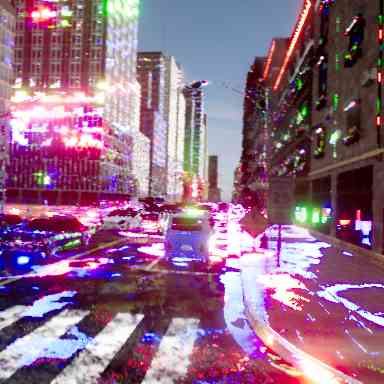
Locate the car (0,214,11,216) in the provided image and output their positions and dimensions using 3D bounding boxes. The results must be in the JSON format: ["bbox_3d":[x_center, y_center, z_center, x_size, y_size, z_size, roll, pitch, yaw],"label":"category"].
[{"bbox_3d":[-8.320,1.581,13.655,1.947,1.339,4.313,2,-1,6],"label":"car"}]

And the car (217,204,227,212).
[{"bbox_3d":[6.159,3.248,67.681,2.008,1.369,4.403,2,-1,6],"label":"car"}]

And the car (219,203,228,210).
[{"bbox_3d":[8.009,3.569,84.172,1.967,1.590,4.097,2,-1,6],"label":"car"}]

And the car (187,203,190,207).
[{"bbox_3d":[-2.160,2.859,68.623,1.967,1.590,4.097,2,-1,6],"label":"car"}]

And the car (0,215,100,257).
[{"bbox_3d":[-5.730,1.706,13.540,1.895,1.301,4.718,2,-1,6],"label":"car"}]

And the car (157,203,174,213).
[{"bbox_3d":[-4.028,2.513,51.962,1.752,1.417,4.829,2,-1,6],"label":"car"}]

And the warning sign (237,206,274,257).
[{"bbox_3d":[2.444,1.503,13.049,1.300,1.860,1.060,2,-1,6],"label":"warning sign"}]

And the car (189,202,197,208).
[{"bbox_3d":[0.280,3.516,90.437,1.752,1.417,4.829,2,-1,6],"label":"car"}]

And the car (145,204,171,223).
[{"bbox_3d":[-3.657,2.047,31.923,1.882,1.535,5.008,2,-1,7],"label":"car"}]

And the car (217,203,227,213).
[{"bbox_3d":[5.544,3.106,62.184,2.008,1.369,4.403,2,-1,6],"label":"car"}]

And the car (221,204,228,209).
[{"bbox_3d":[9.235,4.002,95.162,1.802,1.307,4.206,2,-1,6],"label":"car"}]

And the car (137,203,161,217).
[{"bbox_3d":[-5.238,2.150,41.140,1.967,1.590,4.097,2,-1,6],"label":"car"}]

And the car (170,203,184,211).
[{"bbox_3d":[-2.779,2.827,63.124,2.008,1.369,4.403,2,-1,6],"label":"car"}]

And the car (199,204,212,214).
[{"bbox_3d":[2.391,2.899,57.308,1.994,1.385,4.181,2,-1,6],"label":"car"}]

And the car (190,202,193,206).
[{"bbox_3d":[-1.549,3.112,74.116,2.008,1.369,4.403,2,-1,6],"label":"car"}]

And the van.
[{"bbox_3d":[0.012,1.635,12.720,1.690,1.788,3.998,2,-1,6],"label":"van"}]

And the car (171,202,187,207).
[{"bbox_3d":[-2.429,2.388,42.517,2.033,1.411,5.357,2,-1,7],"label":"car"}]

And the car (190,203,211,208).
[{"bbox_3d":[1.274,2.678,47.324,1.895,1.301,4.718,2,-1,6],"label":"car"}]

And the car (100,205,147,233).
[{"bbox_3d":[-4.713,1.858,22.588,1.812,1.442,4.674,2,-1,7],"label":"car"}]
